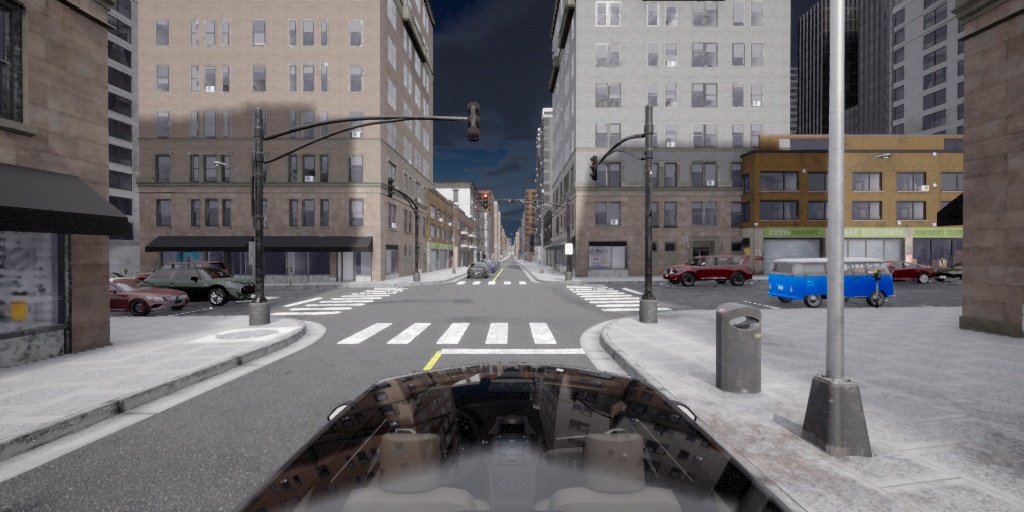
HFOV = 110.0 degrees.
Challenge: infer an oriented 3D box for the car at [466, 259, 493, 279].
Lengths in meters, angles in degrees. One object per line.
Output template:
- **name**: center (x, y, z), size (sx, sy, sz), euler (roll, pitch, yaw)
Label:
- **car**: center (-3.071, 1.260, 33.344), size (1.837, 1.490, 4.892), euler (0, 0, 0)

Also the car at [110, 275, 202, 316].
- **car**: center (-14.810, 1.528, 13.670), size (4.207, 1.307, 1.802), euler (0, 0, 0)

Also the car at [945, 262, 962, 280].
- **car**: center (28.938, 0.916, 22.273), size (4.313, 1.339, 1.948), euler (0, 0, 0)

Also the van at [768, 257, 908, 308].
- **van**: center (12.127, 0.957, 13.718), size (3.998, 1.789, 1.690), euler (0, 0, 0)

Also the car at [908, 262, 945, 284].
- **car**: center (23.328, 0.964, 22.263), size (4.507, 1.381, 1.888), euler (0, 0, 0)

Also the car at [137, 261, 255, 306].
- **car**: center (-13.999, 1.269, 16.312), size (4.553, 1.767, 2.097), euler (-1, 0, 0)

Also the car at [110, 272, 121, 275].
- **car**: center (-26.005, 1.551, 22.176), size (4.829, 1.417, 1.751), euler (0, 0, 0)

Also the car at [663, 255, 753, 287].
- **car**: center (12.111, 0.872, 22.243), size (5.009, 1.841, 2.192), euler (0, 0, 0)

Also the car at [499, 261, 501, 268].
- **car**: center (-3.049, 1.283, 53.651), size (1.837, 1.490, 4.892), euler (0, 0, 0)

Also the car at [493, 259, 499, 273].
- **car**: center (-3.059, 1.116, 43.503), size (2.097, 1.767, 4.553), euler (0, 0, 0)
